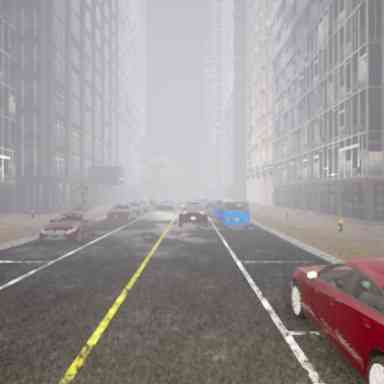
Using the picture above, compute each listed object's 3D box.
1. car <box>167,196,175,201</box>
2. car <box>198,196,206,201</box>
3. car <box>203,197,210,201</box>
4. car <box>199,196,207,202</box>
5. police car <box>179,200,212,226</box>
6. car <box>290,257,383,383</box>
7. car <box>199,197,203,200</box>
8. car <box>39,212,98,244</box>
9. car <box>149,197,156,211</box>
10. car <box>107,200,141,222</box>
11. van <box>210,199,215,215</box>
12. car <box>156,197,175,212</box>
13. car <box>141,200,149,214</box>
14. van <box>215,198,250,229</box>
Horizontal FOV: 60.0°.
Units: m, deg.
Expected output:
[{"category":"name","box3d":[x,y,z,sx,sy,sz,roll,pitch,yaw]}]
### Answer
[{"category":"car","box3d":[-5.763,1.677,89.979,1.887,1.381,4.507,0,0,0]},{"category":"car","box3d":[2.618,1.684,89.986,2.008,1.369,4.403,0,0,0]},{"category":"car","box3d":[2.653,1.649,44.397,1.947,1.339,4.313,0,0,0]},{"category":"car","box3d":[2.626,1.709,78.584,1.802,1.307,4.206,0,0,0]},{"category":"police car","box3d":[0.082,1.550,23.757,2.038,1.542,4.974,0,-1,0]},{"category":"car","box3d":[2.685,1.555,4.507,1.887,1.381,4.507,0,0,0]},{"category":"car","box3d":[0.066,1.643,41.416,1.994,1.385,4.181,0,0,0]},{"category":"car","box3d":[-5.705,1.616,15.898,1.802,1.307,4.206,0,0,0]},{"category":"car","box3d":[-5.723,1.626,38.692,2.008,1.369,4.403,0,0,0]},{"category":"car","box3d":[-5.714,1.601,27.296,1.887,1.381,4.507,0,0,0]},{"category":"van","box3d":[2.666,1.398,27.302,1.690,1.788,3.998,0,0,0]},{"category":"car","box3d":[-3.125,1.641,39.696,1.994,1.385,4.181,0,0,0]},{"category":"car","box3d":[-5.718,1.649,32.994,1.802,1.307,4.206,0,0,0]},{"category":"van","box3d":[2.671,1.387,21.602,1.690,1.788,3.998,0,0,0]}]
